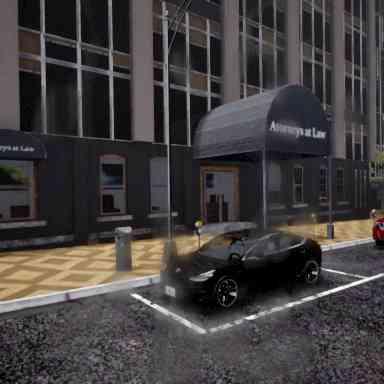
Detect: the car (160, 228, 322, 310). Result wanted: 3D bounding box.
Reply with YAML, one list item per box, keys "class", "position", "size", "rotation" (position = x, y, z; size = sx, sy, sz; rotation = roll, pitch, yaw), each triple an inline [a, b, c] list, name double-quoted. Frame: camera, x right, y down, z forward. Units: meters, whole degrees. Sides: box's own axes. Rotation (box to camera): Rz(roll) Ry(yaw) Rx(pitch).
- class: "car"
  position: [1.316, 1.564, 7.797]
  size: [4.313, 1.339, 1.947]
  rotation: [0, -1, -37]

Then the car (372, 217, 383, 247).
- class: "car"
  position: [9.596, 1.310, 13.994]
  size: [5.009, 1.841, 2.192]
  rotation: [0, -1, -37]
